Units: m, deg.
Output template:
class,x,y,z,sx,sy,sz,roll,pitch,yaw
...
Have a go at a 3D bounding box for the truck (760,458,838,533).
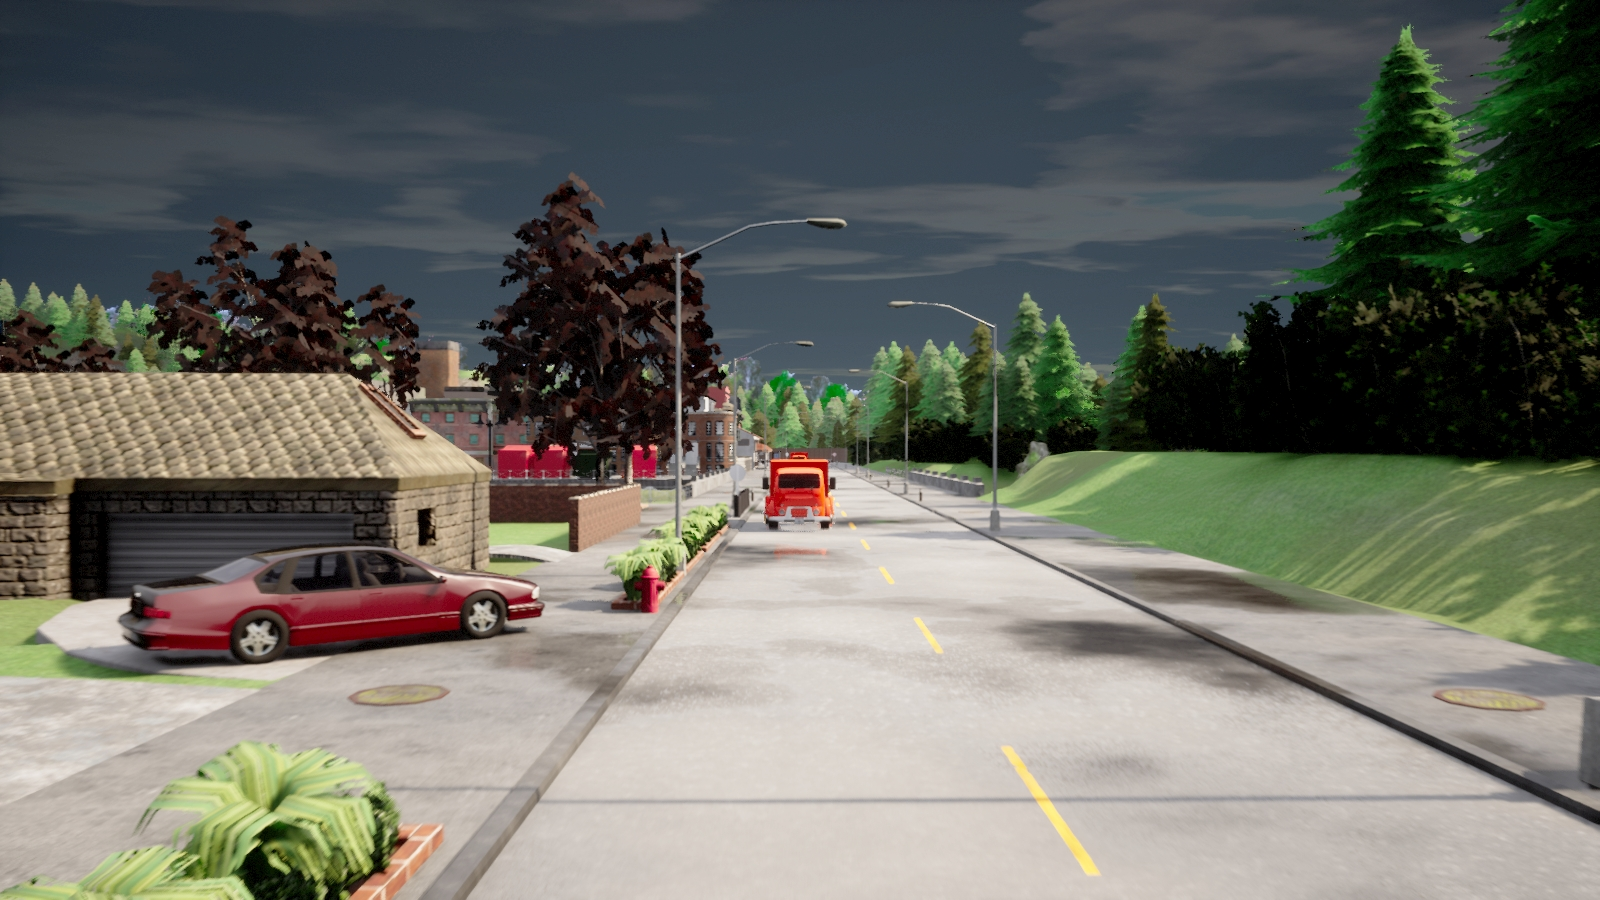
class,x,y,z,sx,sy,sz,roll,pitch,yaw
truck,-0.032,1.565,41.136,2.627,2.467,5.204,0,0,0
